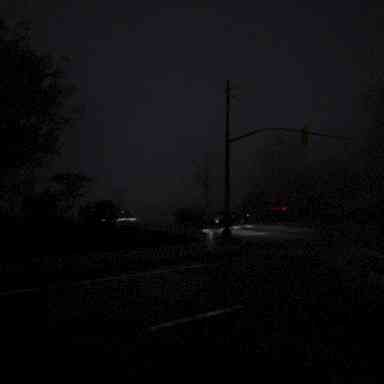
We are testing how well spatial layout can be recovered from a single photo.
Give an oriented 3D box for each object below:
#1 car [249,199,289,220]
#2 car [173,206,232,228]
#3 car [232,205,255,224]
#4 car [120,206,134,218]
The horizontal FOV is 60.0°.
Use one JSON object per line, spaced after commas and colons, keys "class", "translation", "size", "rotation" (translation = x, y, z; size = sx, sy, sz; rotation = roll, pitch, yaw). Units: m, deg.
{"class": "car", "translation": [7.258, 1.770, 33.814], "size": [2.150, 2.045, 5.566], "rotation": [1, -2, -33]}
{"class": "car", "translation": [0.402, 1.813, 24.937], "size": [2.128, 1.511, 4.902], "rotation": [1, -2, -33]}
{"class": "car", "translation": [2.687, 1.993, 27.832], "size": [1.895, 1.301, 4.718], "rotation": [1, -2, -33]}
{"class": "car", "translation": [-9.850, 2.792, 46.990], "size": [2.097, 1.767, 4.553], "rotation": [1, -3, -33]}
